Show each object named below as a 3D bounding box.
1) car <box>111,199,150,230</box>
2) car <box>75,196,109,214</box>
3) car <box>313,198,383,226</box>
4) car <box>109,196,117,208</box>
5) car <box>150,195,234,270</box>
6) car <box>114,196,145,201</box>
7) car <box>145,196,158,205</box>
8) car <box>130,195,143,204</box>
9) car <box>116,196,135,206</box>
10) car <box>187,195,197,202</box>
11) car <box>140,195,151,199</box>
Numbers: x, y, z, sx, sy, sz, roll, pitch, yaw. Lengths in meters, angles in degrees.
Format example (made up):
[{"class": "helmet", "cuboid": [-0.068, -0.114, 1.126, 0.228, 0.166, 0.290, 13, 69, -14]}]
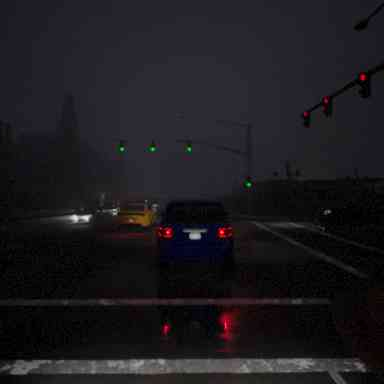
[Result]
[{"class": "car", "cuboid": [-3.405, 1.438, 20.989, 1.882, 1.535, 5.008, 0, 0, 0]}, {"class": "car", "cuboid": [-10.606, 1.426, 34.541, 2.128, 1.511, 4.902, 0, 0, 0]}, {"class": "car", "cuboid": [10.640, 1.310, 22.441, 4.553, 1.767, 2.097, 0, 0, -1]}, {"class": "car", "cuboid": [-10.591, 1.269, 43.753, 2.097, 1.767, 4.553, 0, 0, 0]}, {"class": "car", "cuboid": [0.092, 1.201, 11.105, 2.150, 2.045, 5.566, 0, 0, 0]}, {"class": "car", "cuboid": [-7.106, 1.475, 38.549, 2.033, 1.411, 5.357, 0, 0, 0]}, {"class": "car", "cuboid": [-7.016, 1.416, 58.028, 1.812, 1.442, 4.674, 0, 0, 0]}, {"class": "car", "cuboid": [-10.517, 1.406, 63.277, 1.812, 1.442, 4.674, 0, 0, 0]}, {"class": "car", "cuboid": [-10.534, 1.378, 53.022, 1.882, 1.535, 5.008, 0, 0, 1]}, {"class": "car", "cuboid": [-0.020, 1.398, 75.348, 2.033, 1.411, 5.357, 0, 0, 0]}, {"class": "car", "cuboid": [-7.077, 1.261, 48.030, 2.097, 1.767, 4.553, 0, 0, 0]}]
